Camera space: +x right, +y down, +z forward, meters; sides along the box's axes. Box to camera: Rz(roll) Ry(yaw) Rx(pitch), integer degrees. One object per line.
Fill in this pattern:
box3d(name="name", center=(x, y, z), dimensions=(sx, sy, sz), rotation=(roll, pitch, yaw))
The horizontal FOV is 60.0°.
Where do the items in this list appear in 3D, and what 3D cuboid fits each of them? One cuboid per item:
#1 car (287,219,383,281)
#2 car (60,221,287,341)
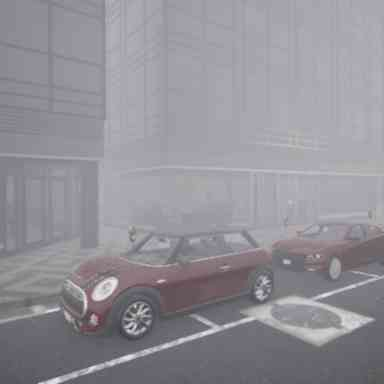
box3d(name="car", center=(4.217, 1.505, 9.679), dimensions=(4.507, 1.381, 1.887), rotation=(0, 0, -36))
box3d(name="car", center=(-0.338, 1.425, 6.418), dimensions=(4.097, 1.590, 1.967), rotation=(0, 0, -36))
